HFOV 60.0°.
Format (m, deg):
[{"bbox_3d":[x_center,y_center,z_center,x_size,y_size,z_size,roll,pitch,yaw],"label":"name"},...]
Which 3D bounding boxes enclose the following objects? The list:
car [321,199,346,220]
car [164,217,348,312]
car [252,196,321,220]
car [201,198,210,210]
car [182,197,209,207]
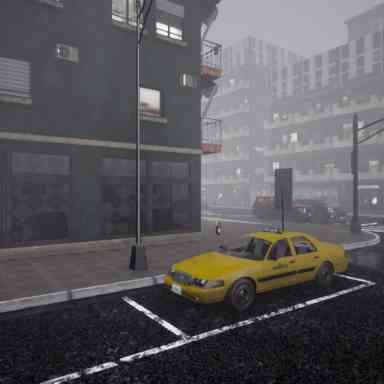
[{"bbox_3d":[9.586,1.304,25.960,2.097,1.767,4.553,0,0,-34],"label":"car"},{"bbox_3d":[1.679,1.525,7.703,4.829,1.417,1.752,0,0,-35],"label":"car"},{"bbox_3d":[6.827,1.264,25.454,2.192,1.841,5.009,0,0,-35],"label":"car"},{"bbox_3d":[-0.154,1.450,39.727,2.033,1.411,5.357,0,0,-35],"label":"car"},{"bbox_3d":[0.516,1.466,48.776,1.802,1.307,4.206,0,0,-35],"label":"car"}]
